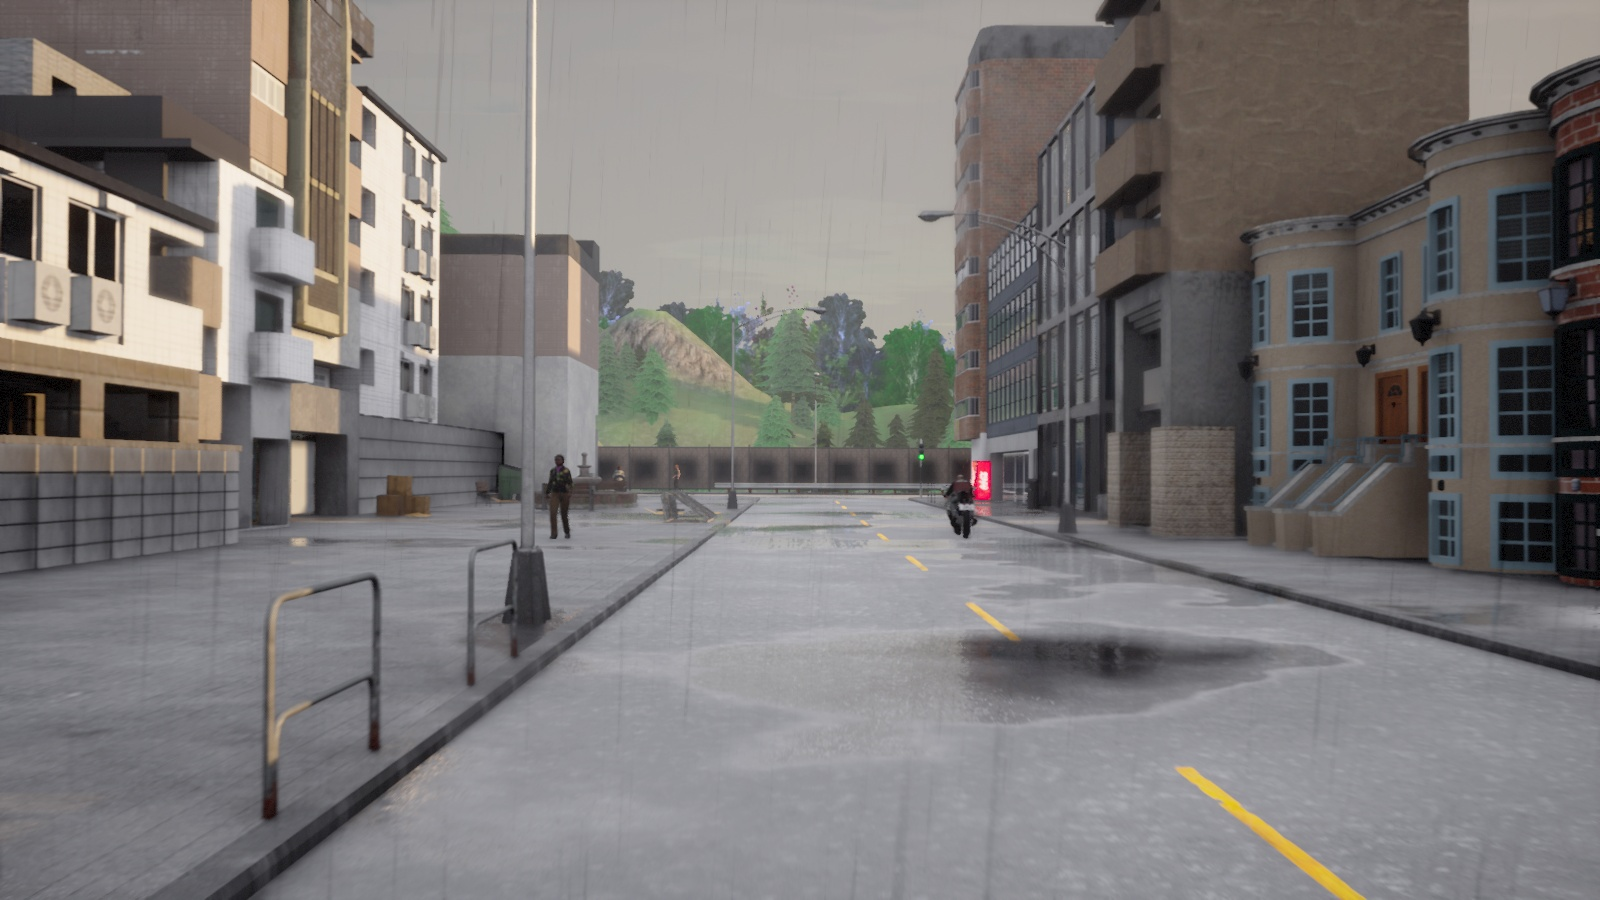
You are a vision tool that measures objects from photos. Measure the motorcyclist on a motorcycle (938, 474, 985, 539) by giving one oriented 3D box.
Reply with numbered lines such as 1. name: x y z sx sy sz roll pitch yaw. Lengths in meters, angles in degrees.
1. motorcyclist on a motorcycle: 3.925 1.348 30.679 0.866 1.530 2.191 0 -1 0
